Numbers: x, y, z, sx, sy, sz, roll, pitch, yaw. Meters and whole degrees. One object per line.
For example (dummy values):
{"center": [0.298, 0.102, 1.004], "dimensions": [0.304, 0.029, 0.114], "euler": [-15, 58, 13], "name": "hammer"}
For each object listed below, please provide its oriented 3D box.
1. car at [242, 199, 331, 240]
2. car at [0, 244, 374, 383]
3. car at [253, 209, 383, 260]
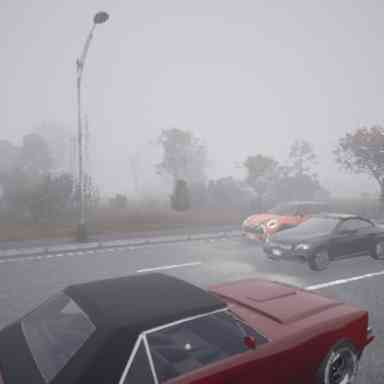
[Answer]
{"center": [4.409, 1.232, 14.662], "dimensions": [4.553, 1.767, 2.097], "euler": [0, 1, -29], "name": "car"}
{"center": [-0.178, 1.576, 3.425], "dimensions": [4.718, 1.301, 1.895], "euler": [0, 0, -34], "name": "car"}
{"center": [4.436, 1.445, 10.641], "dimensions": [4.674, 1.442, 1.812], "euler": [0, 1, -30], "name": "car"}
